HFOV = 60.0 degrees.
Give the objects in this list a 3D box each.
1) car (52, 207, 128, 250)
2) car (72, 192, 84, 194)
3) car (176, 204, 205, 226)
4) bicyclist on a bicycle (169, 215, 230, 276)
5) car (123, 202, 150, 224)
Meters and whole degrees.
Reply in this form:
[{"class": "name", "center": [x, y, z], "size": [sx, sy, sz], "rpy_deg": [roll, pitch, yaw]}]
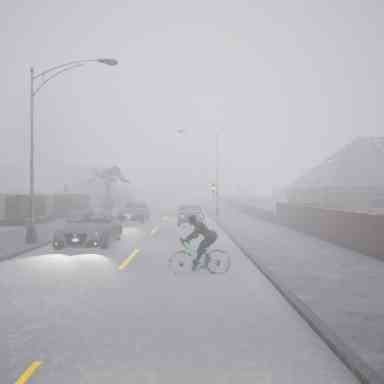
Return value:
[{"class": "car", "center": [-4.238, 1.564, 14.064], "size": [1.994, 1.385, 4.181], "rpy_deg": [0, 0, 0]}, {"class": "car", "center": [-20.413, 0.983, 58.051], "size": [1.905, 1.878, 3.866], "rpy_deg": [0, 0, 34]}, {"class": "car", "center": [-0.143, 1.546, 23.366], "size": [2.033, 1.411, 5.357], "rpy_deg": [0, 0, -2]}, {"class": "bicyclist on a bicycle", "center": [0.190, 1.437, 8.896], "size": [1.656, 1.620, 0.582], "rpy_deg": [-2, 0, -1]}, {"class": "car", "center": [-4.292, 1.490, 24.981], "size": [2.128, 1.511, 4.902], "rpy_deg": [0, 0, 0]}]
